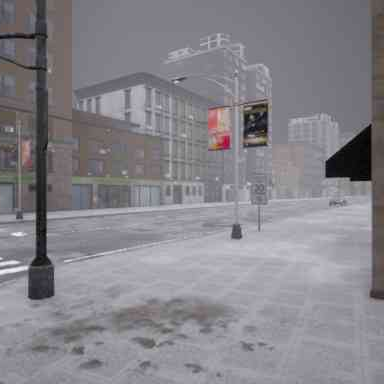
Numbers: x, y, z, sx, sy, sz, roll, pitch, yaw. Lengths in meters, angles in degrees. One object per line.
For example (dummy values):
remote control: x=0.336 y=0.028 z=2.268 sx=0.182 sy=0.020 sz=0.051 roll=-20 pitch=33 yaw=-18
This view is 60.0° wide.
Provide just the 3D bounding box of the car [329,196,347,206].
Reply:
car: x=22.647 y=1.387 z=51.516 sx=2.033 sy=1.411 sz=5.357 roll=0 pitch=0 yaw=34
